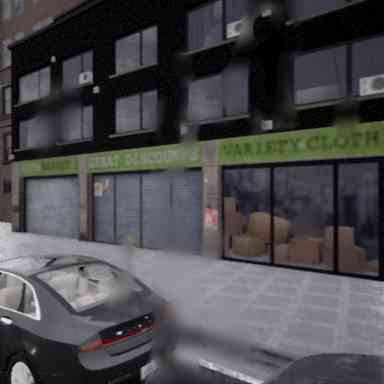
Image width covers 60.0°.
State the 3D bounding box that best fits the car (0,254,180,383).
[{"bbox_3d":[-2.202,1.561,4.653,4.403,1.369,2.008,0,0,36],"label":"car"}]

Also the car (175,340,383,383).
[{"bbox_3d":[2.294,1.548,1.445,4.403,1.369,2.008,0,0,36],"label":"car"}]
